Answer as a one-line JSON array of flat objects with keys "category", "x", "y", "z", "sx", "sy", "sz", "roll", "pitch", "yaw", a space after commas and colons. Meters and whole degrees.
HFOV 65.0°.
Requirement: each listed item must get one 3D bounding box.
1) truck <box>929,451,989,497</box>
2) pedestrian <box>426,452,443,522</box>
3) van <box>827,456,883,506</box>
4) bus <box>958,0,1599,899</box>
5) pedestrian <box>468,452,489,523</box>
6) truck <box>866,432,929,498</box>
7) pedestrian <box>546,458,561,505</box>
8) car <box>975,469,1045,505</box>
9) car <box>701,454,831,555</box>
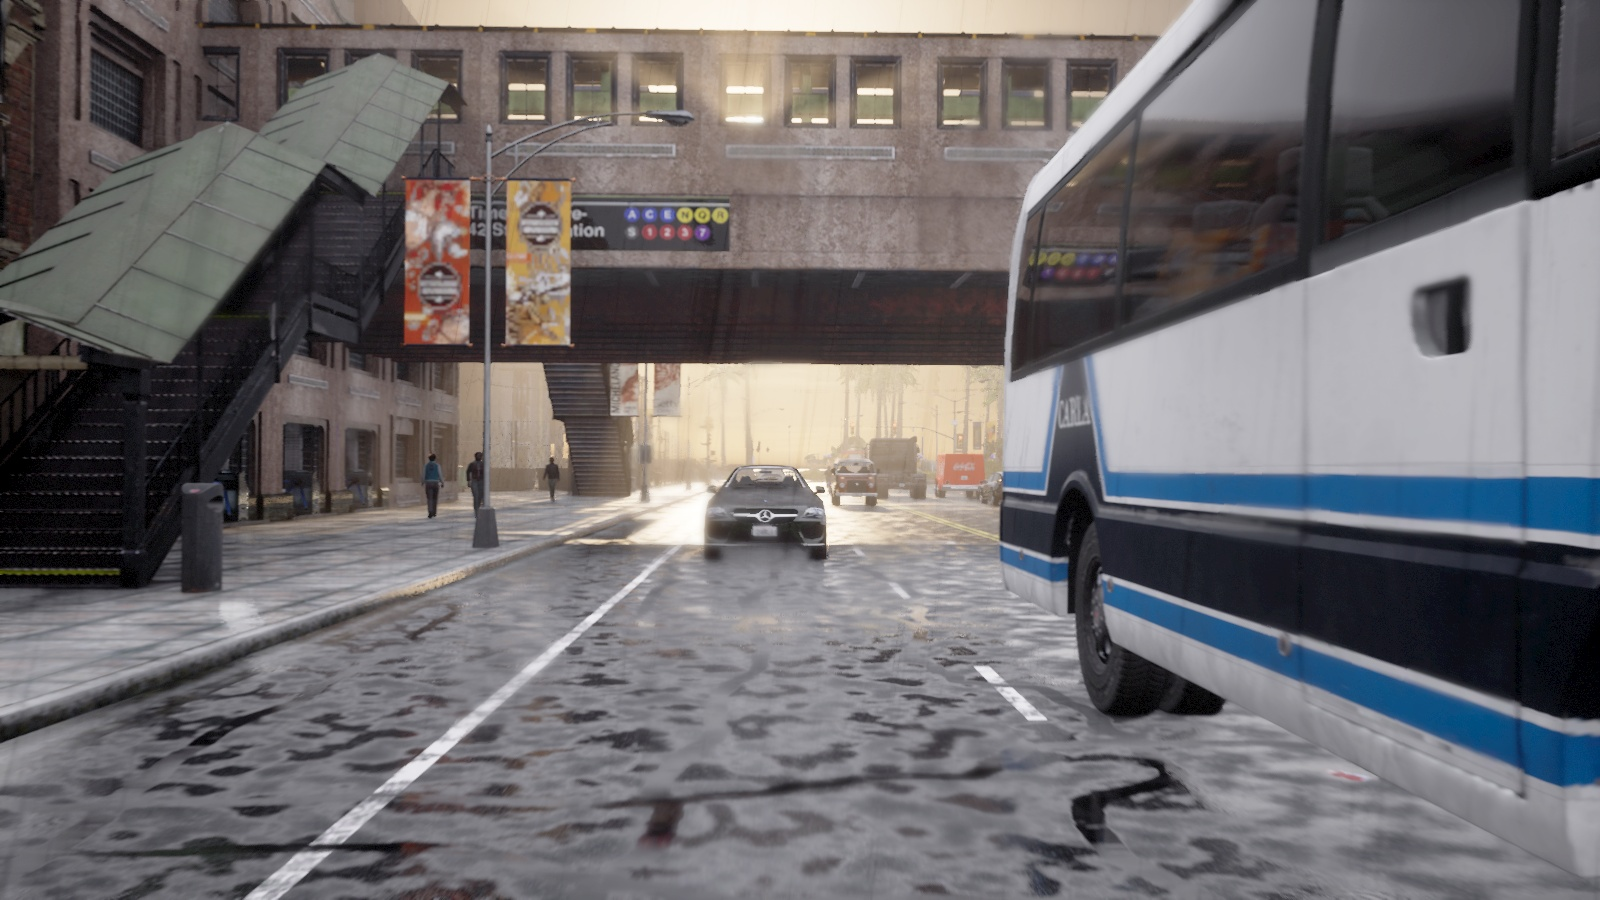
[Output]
[{"category": "truck", "x": 8.842, "y": 1.343, "z": 70.290, "sx": 2.627, "sy": 2.467, "sz": 5.204, "roll": 0, "pitch": -1, "yaw": -1}, {"category": "pedestrian", "x": -10.156, "y": 1.027, "z": 34.876, "sx": 0.396, "sy": 1.930, "sz": 0.692, "roll": 0, "pitch": -1, "yaw": -11}, {"category": "van", "x": 2.302, "y": 1.330, "z": 53.702, "sx": 2.069, "sy": 2.038, "sz": 4.480, "roll": 0, "pitch": -1, "yaw": -2}, {"category": "bus", "x": 3.440, "y": -0.497, "z": 5.560, "sx": 3.944, "sy": 4.253, "sz": 10.273, "roll": 0, "pitch": -1, "yaw": -1}, {"category": "pedestrian", "x": -8.840, "y": 1.017, "z": 34.558, "sx": 0.402, "sy": 1.930, "sz": 0.666, "roll": 0, "pitch": -1, "yaw": -30}, {"category": "truck", "x": 5.391, "y": 0.860, "z": 70.640, "sx": 2.891, "sy": 3.462, "sz": 7.936, "roll": 0, "pitch": -1, "yaw": 0}, {"category": "pedestrian", "x": -9.870, "y": 1.256, "z": 50.272, "sx": 0.431, "sy": 1.840, "sz": 0.703, "roll": 0, "pitch": -1, "yaw": 1}, {"category": "car", "x": 9.274, "y": 1.609, "z": 55.863, "sx": 2.163, "sy": 1.488, "sz": 4.792, "roll": 0, "pitch": -1, "yaw": -1}, {"category": "car", "x": -0.616, "y": 0.940, "z": 23.302, "sx": 2.152, "sy": 1.651, "sz": 5.027, "roll": 0, "pitch": -1, "yaw": -1}]
